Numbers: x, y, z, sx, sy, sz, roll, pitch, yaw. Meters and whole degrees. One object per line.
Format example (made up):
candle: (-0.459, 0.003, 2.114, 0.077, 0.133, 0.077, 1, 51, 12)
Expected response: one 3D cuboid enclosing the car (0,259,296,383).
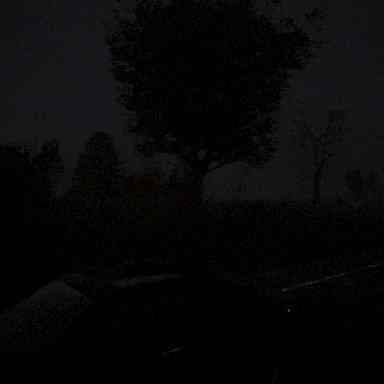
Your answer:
car: (-0.885, 1.519, 3.360, 4.674, 1.442, 1.812, 0, 0, -36)
